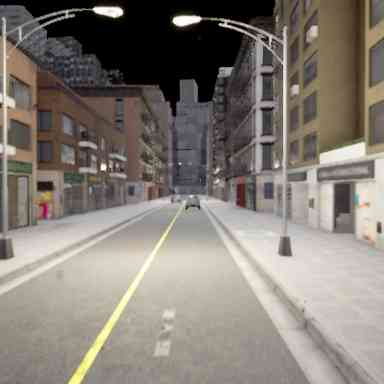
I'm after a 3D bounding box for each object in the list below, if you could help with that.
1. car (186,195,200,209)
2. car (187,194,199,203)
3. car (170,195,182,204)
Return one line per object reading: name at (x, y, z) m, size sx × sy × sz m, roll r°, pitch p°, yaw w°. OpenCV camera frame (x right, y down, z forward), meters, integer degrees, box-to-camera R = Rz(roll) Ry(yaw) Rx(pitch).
car at (0.125, 1.372, 41.563) m, size 2.033 × 1.411 × 5.357 m, roll 0°, pitch 0°, yaw 0°
car at (0.137, 1.227, 62.719) m, size 2.128 × 1.511 × 4.902 m, roll 0°, pitch 0°, yaw 0°
car at (-2.718, 1.250, 58.112) m, size 2.128 × 1.511 × 4.902 m, roll 0°, pitch 0°, yaw 0°
